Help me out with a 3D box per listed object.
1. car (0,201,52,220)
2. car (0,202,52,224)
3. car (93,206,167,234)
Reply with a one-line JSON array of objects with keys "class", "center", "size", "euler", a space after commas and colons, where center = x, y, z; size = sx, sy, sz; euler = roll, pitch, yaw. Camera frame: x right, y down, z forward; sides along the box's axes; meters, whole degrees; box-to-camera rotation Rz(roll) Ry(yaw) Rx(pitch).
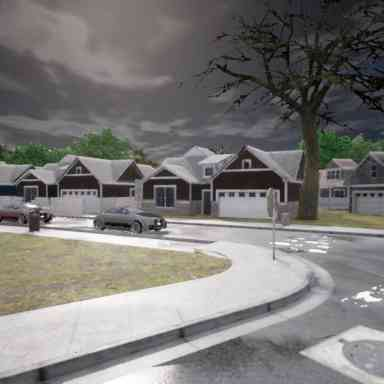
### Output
[{"class": "car", "center": [-14.085, 1.482, 27.742], "size": [4.718, 1.301, 1.895], "euler": [0, 0, 28]}, {"class": "car", "center": [-11.738, 1.451, 23.146], "size": [4.181, 1.385, 1.994], "euler": [0, 0, 29]}, {"class": "car", "center": [-3.476, 1.492, 18.543], "size": [4.181, 1.385, 1.994], "euler": [0, 0, 30]}]
